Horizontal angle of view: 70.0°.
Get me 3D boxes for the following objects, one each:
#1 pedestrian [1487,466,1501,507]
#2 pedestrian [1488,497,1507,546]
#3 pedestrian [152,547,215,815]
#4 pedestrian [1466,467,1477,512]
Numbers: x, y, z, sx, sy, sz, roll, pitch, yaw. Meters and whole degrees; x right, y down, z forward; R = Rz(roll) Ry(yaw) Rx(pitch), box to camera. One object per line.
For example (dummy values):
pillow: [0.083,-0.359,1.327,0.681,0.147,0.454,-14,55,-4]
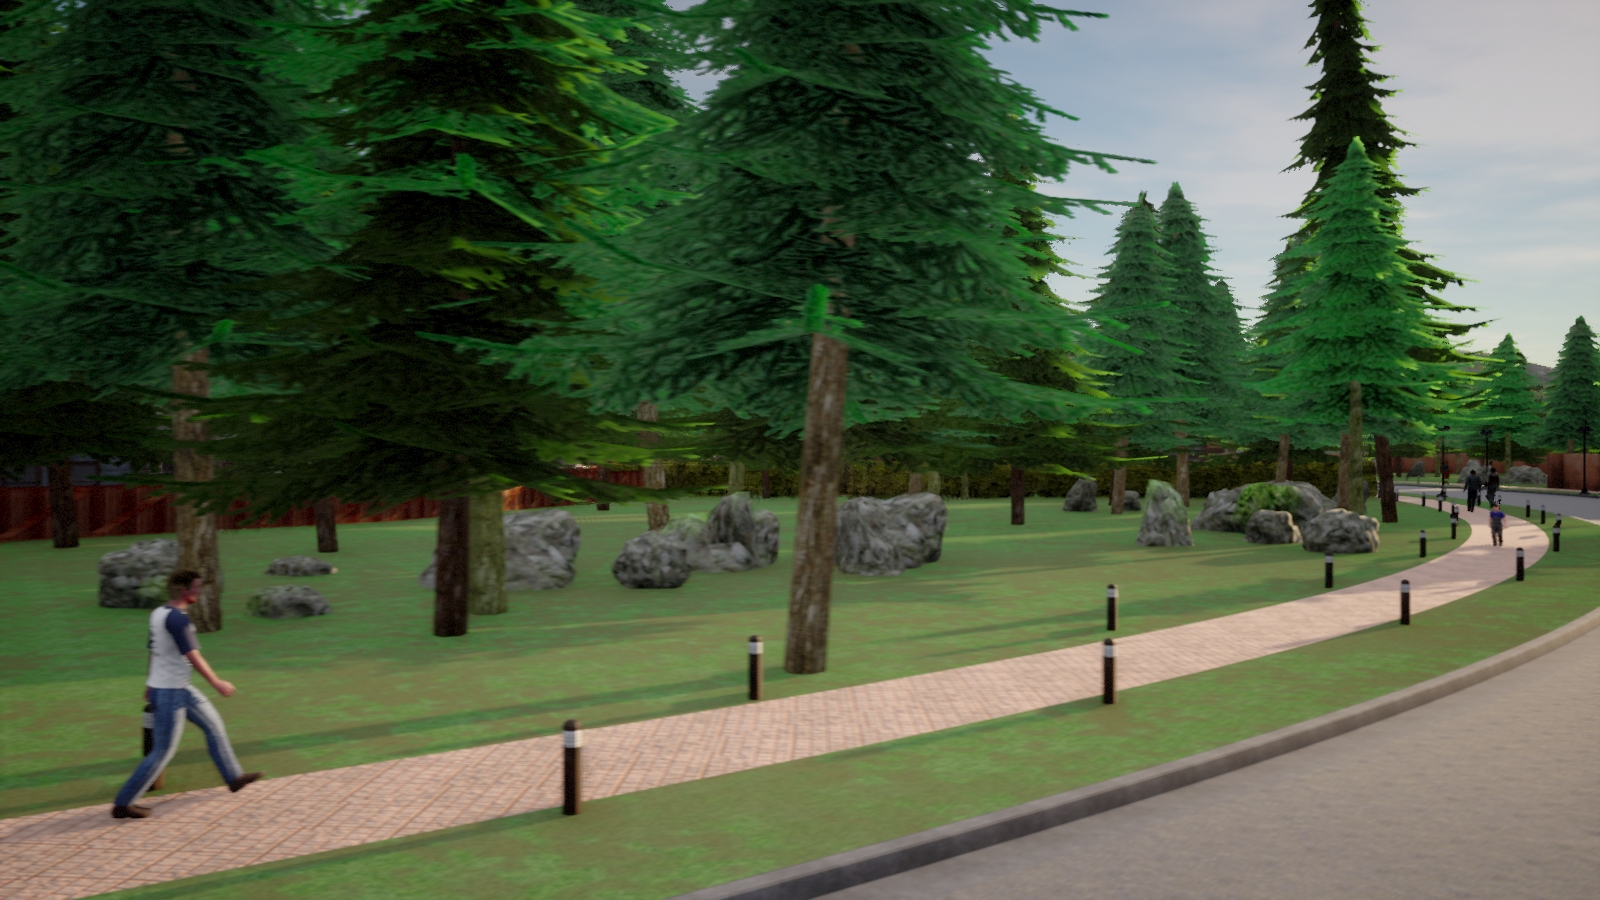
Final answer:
pedestrian: [31.642,1.663,52.097,0.375,1.860,0.375,0,0,2]
pedestrian: [19.034,1.943,31.177,0.375,1.300,0.375,0,0,39]
pedestrian: [-4.523,1.664,8.385,0.375,1.860,0.375,0,0,-34]
pedestrian: [28.177,1.662,47.940,0.375,1.860,0.375,0,0,22]
